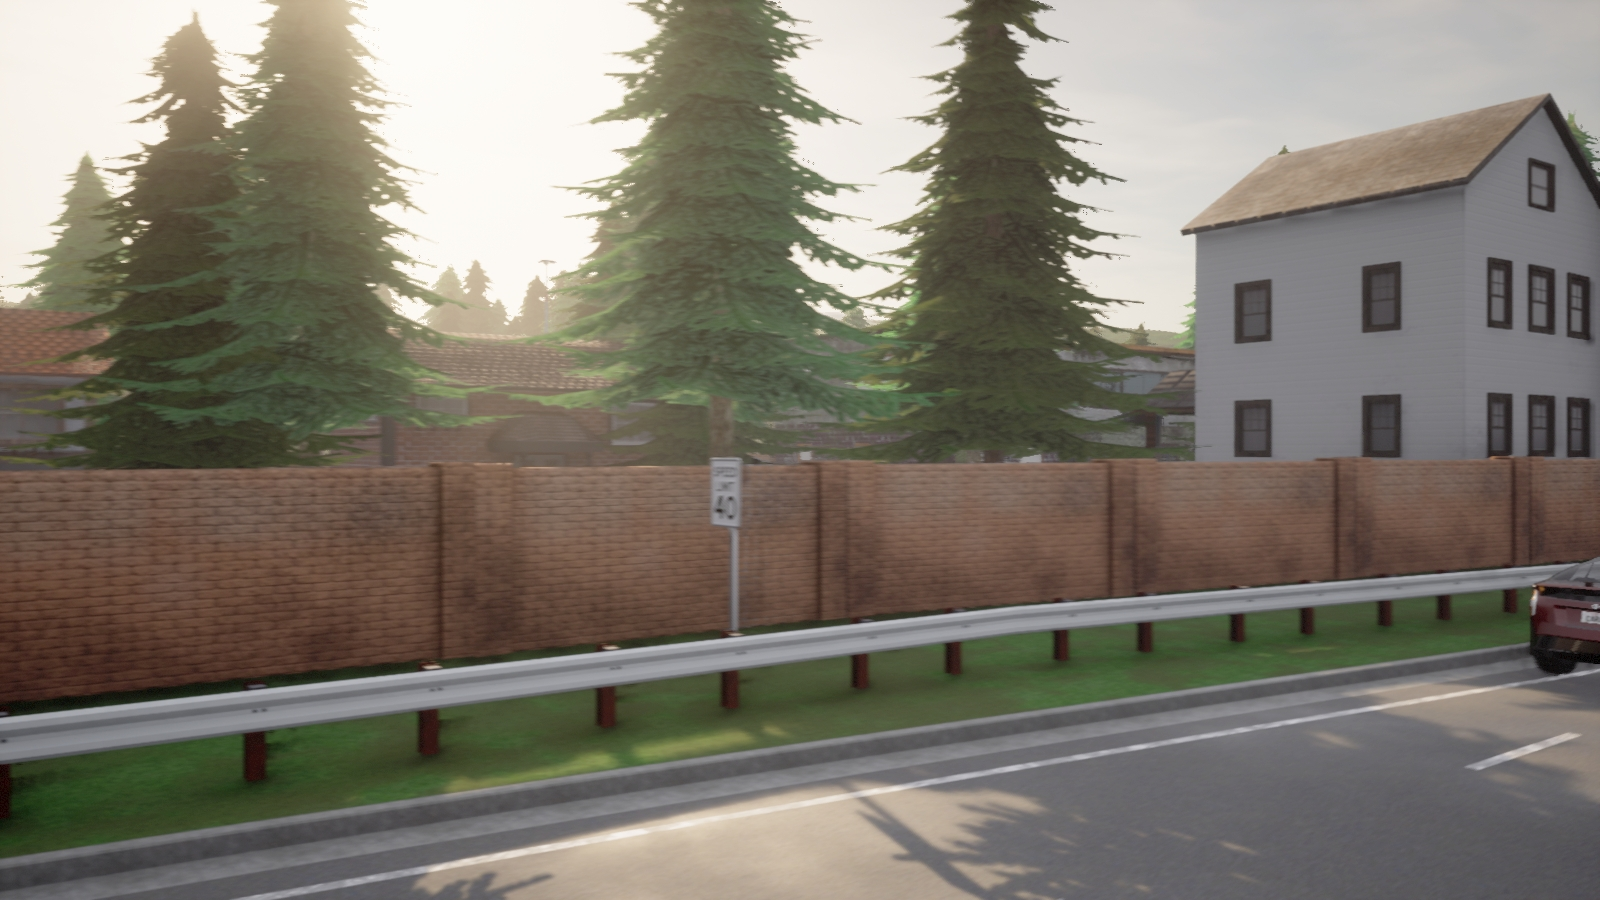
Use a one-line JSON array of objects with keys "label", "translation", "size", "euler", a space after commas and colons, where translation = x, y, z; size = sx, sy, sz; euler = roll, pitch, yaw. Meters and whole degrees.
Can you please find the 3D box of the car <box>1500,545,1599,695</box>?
[{"label": "car", "translation": [11.021, 2.040, 14.345], "size": [4.514, 1.525, 2.007], "euler": [0, 0, -32]}]
